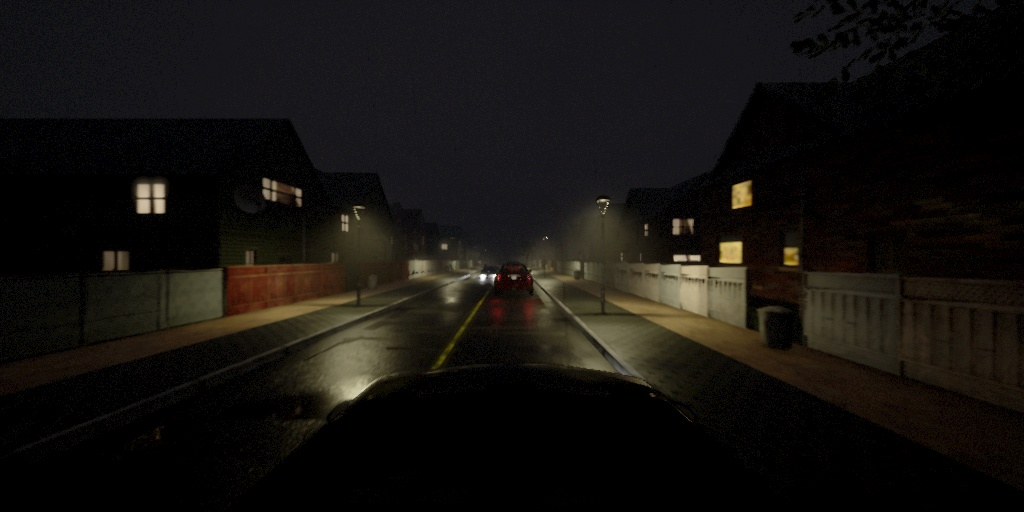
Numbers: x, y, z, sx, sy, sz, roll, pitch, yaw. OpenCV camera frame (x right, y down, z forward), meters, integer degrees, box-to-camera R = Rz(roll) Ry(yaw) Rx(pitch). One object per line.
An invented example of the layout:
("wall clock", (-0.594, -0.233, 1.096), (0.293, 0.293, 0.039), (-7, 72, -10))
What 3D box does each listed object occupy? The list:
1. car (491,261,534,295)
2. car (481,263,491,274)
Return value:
("car", (0.102, 1.178, 20.771), (2.097, 1.767, 4.553), (0, 0, 0))
("car", (-2.787, 1.580, 45.130), (1.895, 1.301, 4.718), (0, 0, 0))
